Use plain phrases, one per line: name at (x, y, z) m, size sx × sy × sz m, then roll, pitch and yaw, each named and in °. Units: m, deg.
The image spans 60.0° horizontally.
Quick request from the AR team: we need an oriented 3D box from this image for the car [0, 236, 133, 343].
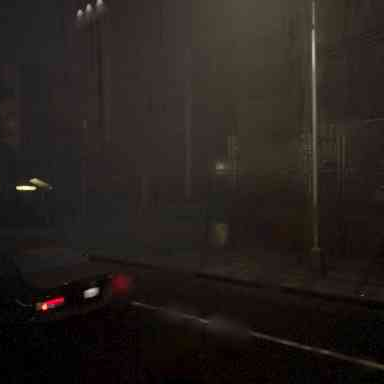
car at (-3.577, 1.613, 6.543) m, size 5.357 × 1.411 × 2.033 m, roll -1°, pitch 0°, yaw 35°
